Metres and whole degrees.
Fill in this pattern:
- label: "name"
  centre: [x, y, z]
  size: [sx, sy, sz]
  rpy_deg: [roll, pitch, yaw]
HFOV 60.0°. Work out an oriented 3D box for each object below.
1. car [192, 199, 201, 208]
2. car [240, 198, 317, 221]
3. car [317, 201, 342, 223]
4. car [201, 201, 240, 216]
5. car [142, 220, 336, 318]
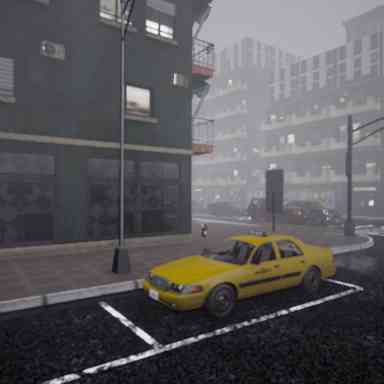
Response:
- label: "car"
  centre: [0.017, 1.644, 48.508]
  size: [1.802, 1.307, 4.206]
  rpy_deg: [1, 0, -36]
- label: "car"
  centre: [6.384, 1.391, 25.202]
  size: [2.192, 1.841, 5.009]
  rpy_deg: [1, 0, -36]
- label: "car"
  centre: [9.141, 1.449, 25.714]
  size: [2.097, 1.767, 4.553]
  rpy_deg: [0, 0, -34]
- label: "car"
  centre: [3.613, 1.613, 33.514]
  size: [2.033, 1.411, 5.357]
  rpy_deg: [0, 0, -36]
- label: "car"
  centre: [1.278, 1.559, 7.438]
  size: [4.829, 1.417, 1.752]
  rpy_deg: [0, 0, -35]
